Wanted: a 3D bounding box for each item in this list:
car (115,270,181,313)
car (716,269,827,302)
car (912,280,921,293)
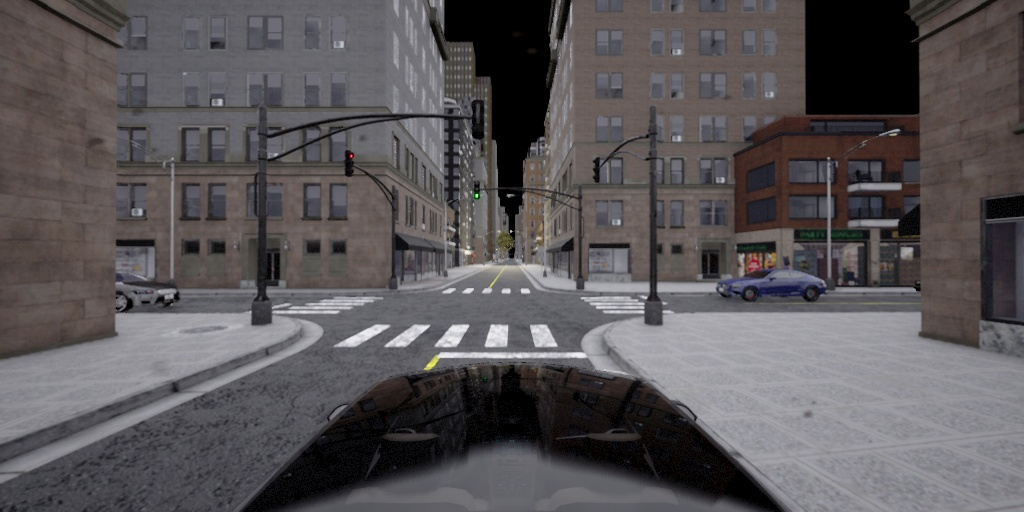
[{"bbox_3d":[-15.564,1.302,13.713,4.902,1.511,2.128,0,0,0],"label":"car"},{"bbox_3d":[12.143,1.325,16.902,4.674,1.442,1.812,0,0,-2],"label":"car"},{"bbox_3d":[22.091,1.383,16.900,4.718,1.301,1.895,0,0,0],"label":"car"}]
